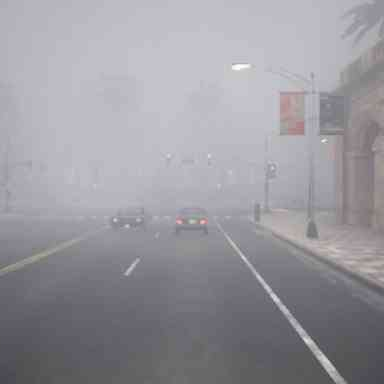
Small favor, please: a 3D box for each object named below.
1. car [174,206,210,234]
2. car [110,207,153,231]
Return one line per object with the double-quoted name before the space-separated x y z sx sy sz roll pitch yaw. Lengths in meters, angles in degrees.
"car" 0.016 1.485 18.676 2.033 1.411 5.357 0 0 2
"car" -3.468 1.535 20.074 1.895 1.301 4.718 0 0 0
